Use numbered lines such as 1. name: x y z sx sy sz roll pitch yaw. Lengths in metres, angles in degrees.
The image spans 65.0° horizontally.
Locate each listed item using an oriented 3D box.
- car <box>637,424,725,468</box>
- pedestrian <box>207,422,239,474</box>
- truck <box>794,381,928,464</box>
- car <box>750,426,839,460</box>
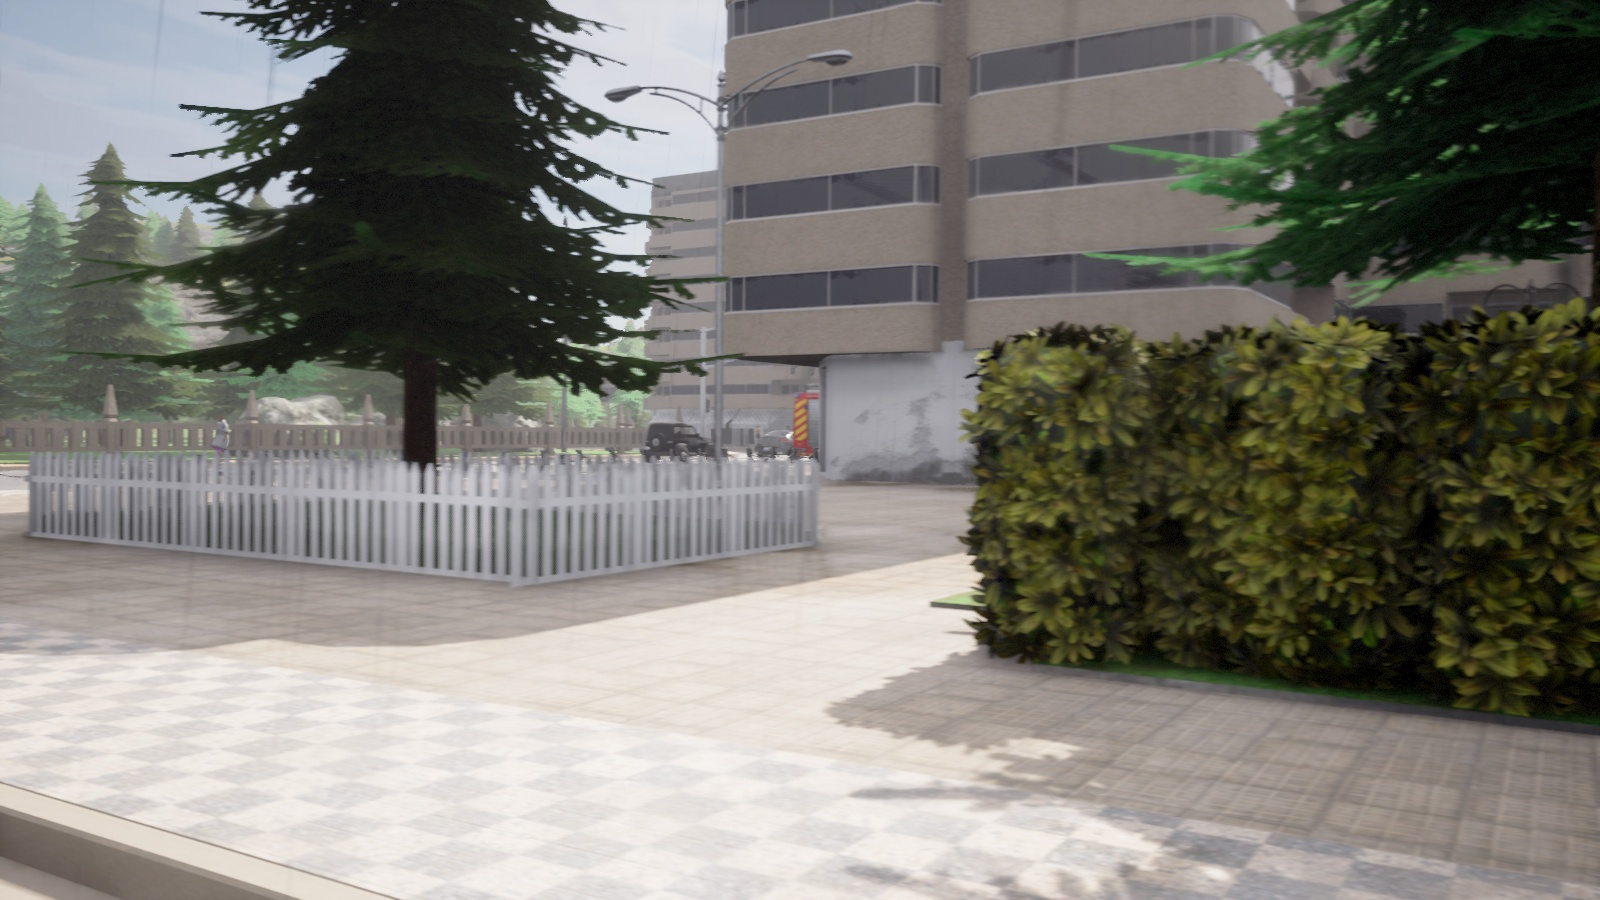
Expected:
1. car: -5.219 -0.201 55.465 1.905 1.878 3.866 0 1 31
2. pedestrian: -21.941 -0.075 47.775 0.659 1.952 0.873 0 1 31
3. truck: 3.184 -1.338 62.453 2.891 3.827 8.468 0 1 32
4. car: -0.232 -0.379 63.578 2.152 1.651 5.027 0 1 32
